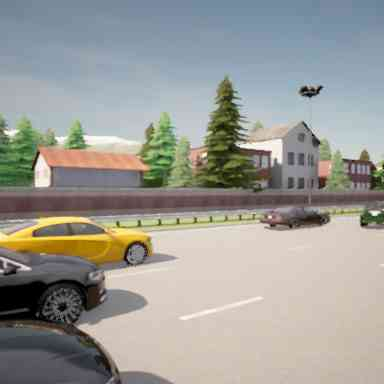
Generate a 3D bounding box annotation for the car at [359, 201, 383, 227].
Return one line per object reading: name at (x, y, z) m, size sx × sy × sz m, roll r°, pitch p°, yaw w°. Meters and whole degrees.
car at (12.910, 1.374, 21.588) m, size 4.553 × 1.767 × 2.097 m, roll 0°, pitch 0°, yaw -36°

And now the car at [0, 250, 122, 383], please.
car at (-2.776, 1.490, 1.764) m, size 4.902 × 1.511 × 2.128 m, roll 0°, pitch 0°, yaw -36°

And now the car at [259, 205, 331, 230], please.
car at (6.737, 1.563, 21.477) m, size 5.357 × 1.411 × 2.033 m, roll 0°, pitch 0°, yaw -36°

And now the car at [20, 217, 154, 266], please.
car at (-3.526, 1.479, 9.834) m, size 5.008 × 1.535 × 1.882 m, roll 0°, pitch 0°, yaw -36°

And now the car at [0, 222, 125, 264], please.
car at (-3.836, 1.490, 5.307) m, size 4.902 × 1.511 × 2.128 m, roll 0°, pitch 0°, yaw -36°
